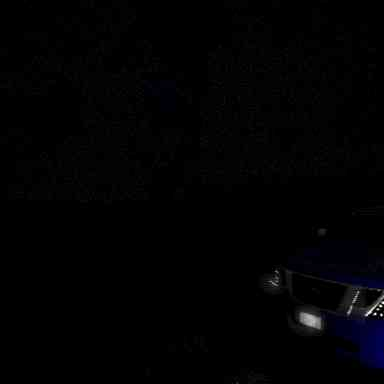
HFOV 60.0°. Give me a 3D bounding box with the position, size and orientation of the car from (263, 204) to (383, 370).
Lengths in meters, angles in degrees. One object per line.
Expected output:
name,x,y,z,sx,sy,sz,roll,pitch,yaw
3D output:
car,3.712,1.240,5.710,5.566,2.045,2.150,0,0,-35
